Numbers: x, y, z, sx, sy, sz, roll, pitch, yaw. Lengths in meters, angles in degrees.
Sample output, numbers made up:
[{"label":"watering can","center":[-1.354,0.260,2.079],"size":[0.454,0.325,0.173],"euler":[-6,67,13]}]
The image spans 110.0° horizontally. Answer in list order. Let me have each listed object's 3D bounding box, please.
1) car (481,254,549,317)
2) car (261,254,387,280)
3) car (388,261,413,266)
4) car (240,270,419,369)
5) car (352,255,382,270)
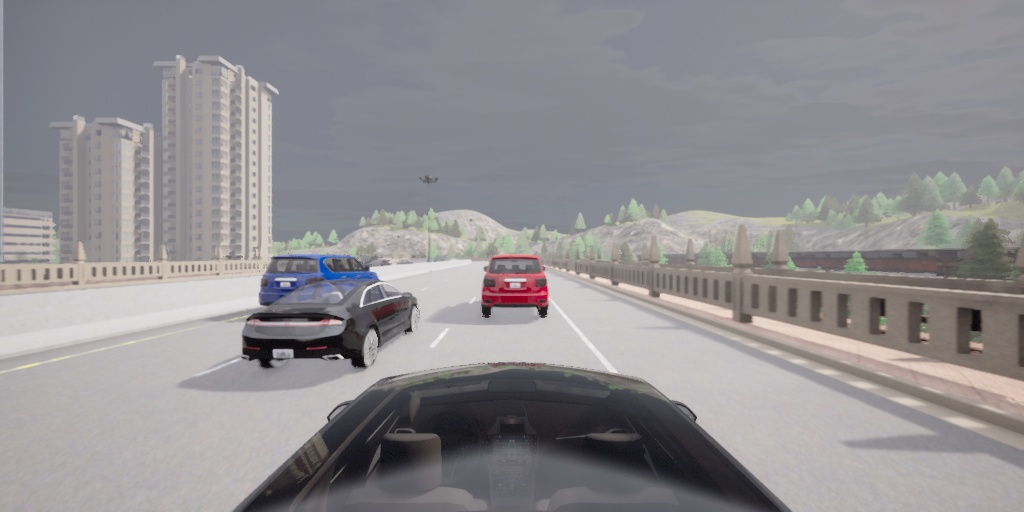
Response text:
[{"label":"car","center":[0.096,0.959,13.311],"size":[2.150,2.045,5.566],"euler":[0,0,0]},{"label":"car","center":[-6.904,0.959,13.600],"size":[2.150,2.045,5.566],"euler":[0,0,0]},{"label":"car","center":[-14.089,1.274,46.720],"size":[1.994,1.385,4.181],"euler":[0,0,0]},{"label":"car","center":[-3.402,1.235,7.754],"size":[2.128,1.511,4.902],"euler":[0,0,0]},{"label":"car","center":[-21.069,0.932,52.388],"size":[2.150,2.045,5.566],"euler":[0,0,0]}]
